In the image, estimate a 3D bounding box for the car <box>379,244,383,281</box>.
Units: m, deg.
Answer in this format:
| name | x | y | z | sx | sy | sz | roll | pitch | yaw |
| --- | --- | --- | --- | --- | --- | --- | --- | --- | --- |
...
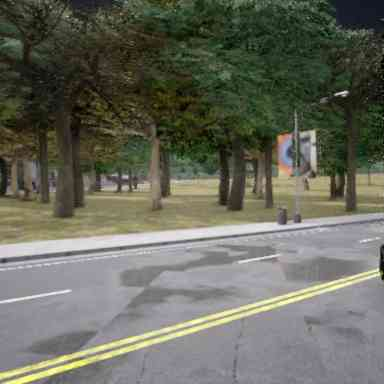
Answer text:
| name | x | y | z | sx | sy | sz | roll | pitch | yaw |
| --- | --- | --- | --- | --- | --- | --- | --- | --- | --- |
| car | 6.538 | 1.468 | 8.125 | 5.008 | 1.535 | 1.882 | 0 | 0 | -35 |
